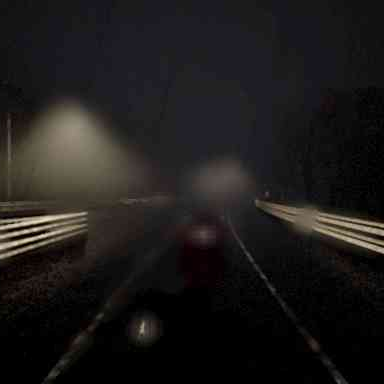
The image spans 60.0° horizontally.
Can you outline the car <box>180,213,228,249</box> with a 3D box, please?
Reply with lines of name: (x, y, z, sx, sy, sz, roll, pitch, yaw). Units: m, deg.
car: (0.549, 1.611, 14.761, 1.994, 1.385, 4.181, 0, 0, 3)
